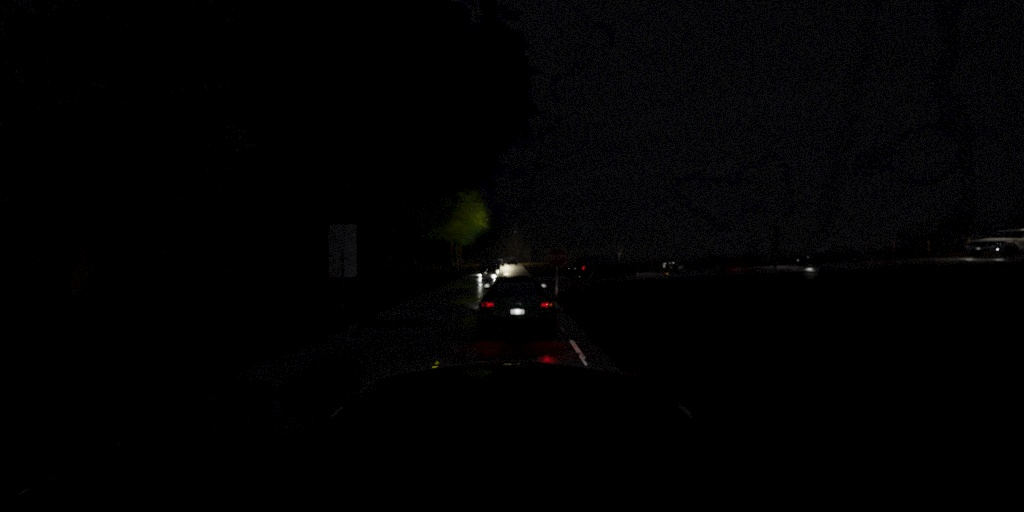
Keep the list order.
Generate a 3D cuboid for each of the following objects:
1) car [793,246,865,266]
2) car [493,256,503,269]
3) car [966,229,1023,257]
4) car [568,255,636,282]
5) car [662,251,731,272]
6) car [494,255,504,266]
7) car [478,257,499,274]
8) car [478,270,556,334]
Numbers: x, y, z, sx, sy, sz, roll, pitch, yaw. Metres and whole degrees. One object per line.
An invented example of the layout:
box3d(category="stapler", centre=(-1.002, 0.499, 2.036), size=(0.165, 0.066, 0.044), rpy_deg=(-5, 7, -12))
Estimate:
box3d(category="car", centre=(24.431, -0.058, 27.715), size=(4.674, 1.442, 1.812), rpy_deg=(-3, 1, 0))
box3d(category="car", centre=(-2.712, 1.168, 50.432), size=(1.882, 1.535, 5.008), rpy_deg=(0, 0, 1))
box3d(category="car", centre=(38.606, -1.046, 27.523), size=(5.566, 2.045, 2.150), rpy_deg=(-3, 1, 1))
box3d(category="car", centre=(6.131, 0.721, 24.404), size=(4.553, 1.767, 2.097), rpy_deg=(-3, 1, -23))
box3d(category="car", centre=(14.244, 0.409, 27.842), size=(4.902, 1.511, 2.128), rpy_deg=(-3, 1, 1))
box3d(category="car", centre=(-2.597, 0.911, 65.176), size=(2.150, 2.045, 5.566), rpy_deg=(0, 0, 0))
box3d(category="car", centre=(-2.692, 1.200, 40.340), size=(1.837, 1.490, 4.892), rpy_deg=(0, 0, -1))
box3d(category="car", centre=(0.101, 1.294, 10.528), size=(1.994, 1.385, 4.181), rpy_deg=(0, 0, -1))
